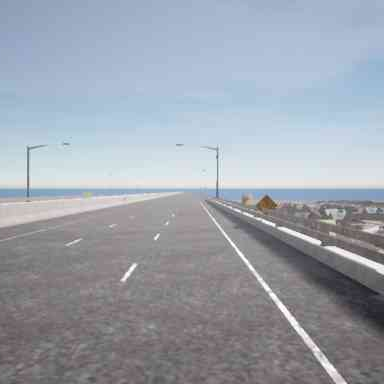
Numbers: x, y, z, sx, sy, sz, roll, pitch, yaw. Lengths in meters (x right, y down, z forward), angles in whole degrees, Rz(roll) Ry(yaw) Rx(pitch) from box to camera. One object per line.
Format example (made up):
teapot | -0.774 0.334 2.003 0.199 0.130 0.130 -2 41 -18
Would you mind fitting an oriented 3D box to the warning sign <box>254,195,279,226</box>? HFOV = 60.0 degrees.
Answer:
warning sign | 4.559 1.107 20.390 1.300 1.860 1.060 1 1 0
